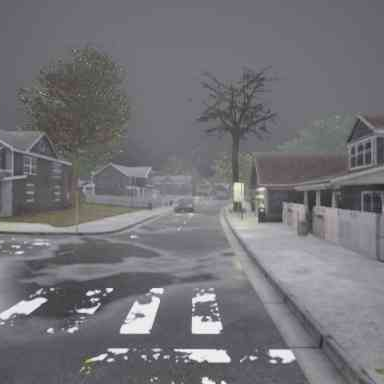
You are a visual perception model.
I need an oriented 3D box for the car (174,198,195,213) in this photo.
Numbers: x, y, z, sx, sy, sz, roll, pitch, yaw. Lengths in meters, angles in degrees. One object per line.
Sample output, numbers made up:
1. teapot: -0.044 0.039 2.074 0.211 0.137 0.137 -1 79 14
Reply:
1. car: -0.834 1.508 38.908 2.097 1.767 4.553 0 0 5
